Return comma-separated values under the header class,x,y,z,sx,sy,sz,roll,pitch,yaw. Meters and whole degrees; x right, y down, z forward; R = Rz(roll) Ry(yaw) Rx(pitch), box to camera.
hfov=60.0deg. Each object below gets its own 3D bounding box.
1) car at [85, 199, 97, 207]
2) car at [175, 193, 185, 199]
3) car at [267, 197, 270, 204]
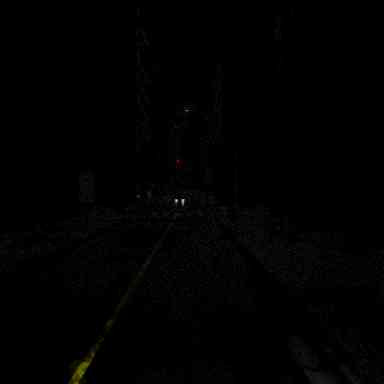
class,x,y,z,sx,sy,sz,roll,pitch,yaw
car,-14.539,1.233,43.098,4.313,1.339,1.947,0,1,0
car,-2.759,0.903,76.050,1.837,1.490,4.892,0,0,0
car,12.344,0.961,43.059,5.009,1.841,2.192,0,1,0
